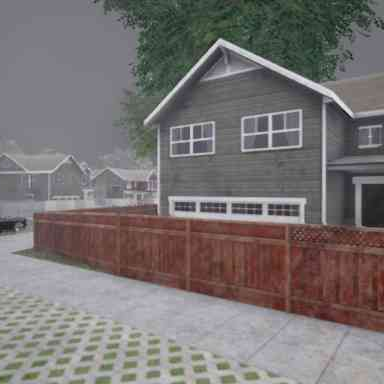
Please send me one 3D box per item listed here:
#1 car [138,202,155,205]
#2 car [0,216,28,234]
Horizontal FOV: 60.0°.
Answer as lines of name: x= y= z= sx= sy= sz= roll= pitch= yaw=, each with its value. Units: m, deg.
car: x=-5.222 y=1.888 z=39.274 sx=2.033 sy=1.411 sz=5.357 roll=0 pitch=-1 yaw=15
car: x=-11.137 y=1.715 z=17.805 sx=1.895 sy=1.301 sz=4.718 roll=0 pitch=-1 yaw=15
